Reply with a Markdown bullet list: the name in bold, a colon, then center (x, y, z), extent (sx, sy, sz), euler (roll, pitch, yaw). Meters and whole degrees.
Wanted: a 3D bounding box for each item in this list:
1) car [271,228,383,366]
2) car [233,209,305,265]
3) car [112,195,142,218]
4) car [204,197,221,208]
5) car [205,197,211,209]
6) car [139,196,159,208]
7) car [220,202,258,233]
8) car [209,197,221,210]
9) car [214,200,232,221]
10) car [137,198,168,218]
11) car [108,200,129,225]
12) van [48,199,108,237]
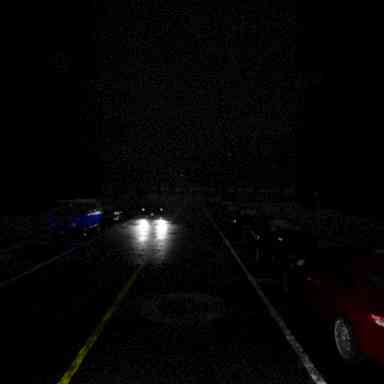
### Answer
- **car**: center (2.756, 1.547, 5.479), extent (1.802, 1.307, 4.206), euler (0, 0, 0)
- **car**: center (2.753, 1.481, 11.149), extent (2.008, 1.369, 4.403), euler (0, 0, 0)
- **car**: center (-5.779, 1.153, 28.180), extent (2.192, 1.841, 5.009), euler (0, 0, 0)
- **car**: center (2.741, 1.345, 45.162), extent (1.947, 1.339, 4.313), euler (-1, 0, 0)
- **car**: center (2.743, 1.341, 39.493), extent (1.887, 1.381, 4.507), euler (-1, 0, 0)
- **car**: center (-5.784, 1.330, 45.189), extent (2.008, 1.369, 4.403), euler (-1, 0, 0)
- **car**: center (2.752, 1.448, 16.817), extent (2.008, 1.369, 4.403), euler (0, 0, 0)
- **car**: center (2.747, 1.389, 28.154), extent (2.008, 1.369, 4.403), euler (-1, 0, 0)
- **car**: center (2.750, 1.448, 22.486), extent (1.802, 1.307, 4.206), euler (-1, 0, 0)
- **car**: center (-3.108, 1.439, 28.241), extent (1.895, 1.301, 4.718), euler (0, 0, 0)
- **car**: center (-5.775, 1.448, 22.513), extent (1.802, 1.307, 4.206), euler (0, 0, 0)
- **van**: center (-5.775, 1.238, 16.843), extent (1.690, 1.788, 3.998), euler (0, 0, 0)
